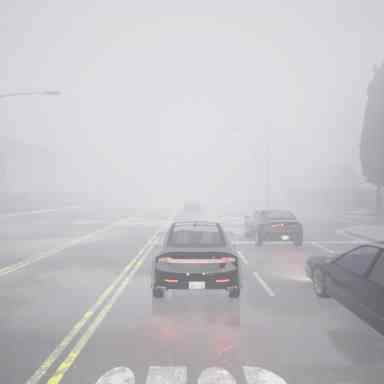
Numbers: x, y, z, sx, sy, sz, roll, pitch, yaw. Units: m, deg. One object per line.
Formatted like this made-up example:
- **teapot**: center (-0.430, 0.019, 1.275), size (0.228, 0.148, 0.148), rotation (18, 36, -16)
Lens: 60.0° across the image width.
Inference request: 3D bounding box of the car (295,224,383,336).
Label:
- **car**: center (3.592, 1.547, 5.452), size (2.033, 1.411, 5.357), rotation (0, 0, 0)

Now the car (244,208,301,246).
- **car**: center (3.576, 1.504, 15.199), size (1.837, 1.490, 4.892), rotation (0, 0, 0)

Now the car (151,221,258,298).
- **car**: center (0.087, 1.491, 8.500), size (2.128, 1.511, 4.902), rotation (0, 0, 0)

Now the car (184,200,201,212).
- **car**: center (0.039, 1.600, 38.314), size (1.895, 1.301, 4.718), rotation (0, 0, 0)
